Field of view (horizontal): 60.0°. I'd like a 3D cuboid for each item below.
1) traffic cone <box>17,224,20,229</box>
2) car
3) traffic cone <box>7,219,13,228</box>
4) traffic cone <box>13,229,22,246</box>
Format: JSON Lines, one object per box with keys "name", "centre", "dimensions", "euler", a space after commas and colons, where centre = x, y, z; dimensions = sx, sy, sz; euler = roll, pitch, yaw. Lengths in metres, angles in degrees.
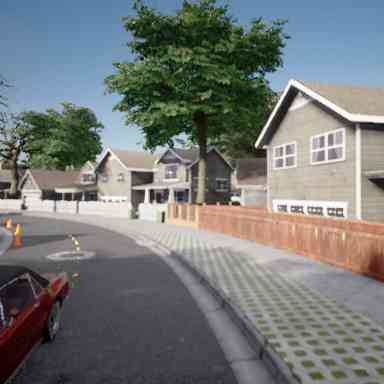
{"name": "traffic cone", "centre": [-9.929, 2.125, 19.044], "dimensions": [0.340, 0.580, 0.340], "euler": [0, 0, -30]}
{"name": "car", "centre": [-2.835, 1.641, 3.693], "dimensions": [1.895, 1.301, 4.718], "euler": [0, -1, -8]}
{"name": "traffic cone", "centre": [-12.541, 2.157, 22.966], "dimensions": [0.340, 0.580, 0.340], "euler": [0, -1, -37]}
{"name": "traffic cone", "centre": [-7.787, 2.091, 14.847], "dimensions": [0.340, 0.580, 0.340], "euler": [0, 0, -24]}
